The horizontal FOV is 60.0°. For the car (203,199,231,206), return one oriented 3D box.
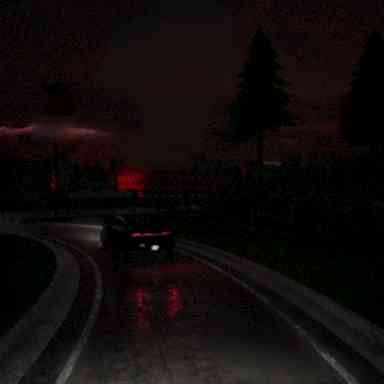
[{"bbox_3d":[4.804,2.165,67.986,5.357,1.411,2.033,0,-1,-39],"label":"car"}]

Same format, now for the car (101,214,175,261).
[{"bbox_3d":[-2.274,1.621,13.037,2.128,1.511,4.902,0,-1,-26],"label":"car"}]
